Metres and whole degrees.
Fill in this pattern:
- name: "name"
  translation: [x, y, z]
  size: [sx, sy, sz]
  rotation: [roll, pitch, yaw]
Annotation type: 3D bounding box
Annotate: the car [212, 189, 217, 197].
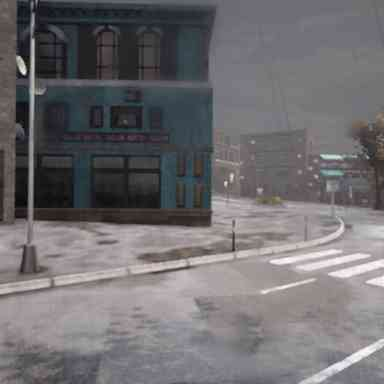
- name: "car"
  translation: [4.149, 0.104, 69.639]
  size: [2.231, 1.521, 4.892]
  rotation: [6, 2, 11]
